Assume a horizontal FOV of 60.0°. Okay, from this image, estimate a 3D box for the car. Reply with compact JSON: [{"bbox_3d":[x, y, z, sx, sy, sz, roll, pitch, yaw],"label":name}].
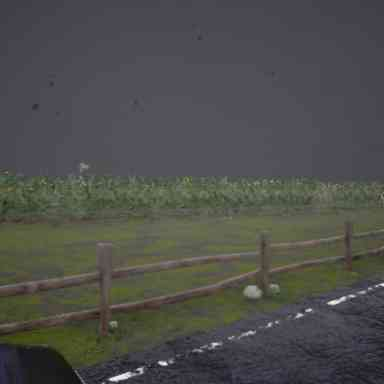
[{"bbox_3d":[-2.467,1.568,1.344,4.181,1.385,1.994,0,0,-35],"label":"car"}]
